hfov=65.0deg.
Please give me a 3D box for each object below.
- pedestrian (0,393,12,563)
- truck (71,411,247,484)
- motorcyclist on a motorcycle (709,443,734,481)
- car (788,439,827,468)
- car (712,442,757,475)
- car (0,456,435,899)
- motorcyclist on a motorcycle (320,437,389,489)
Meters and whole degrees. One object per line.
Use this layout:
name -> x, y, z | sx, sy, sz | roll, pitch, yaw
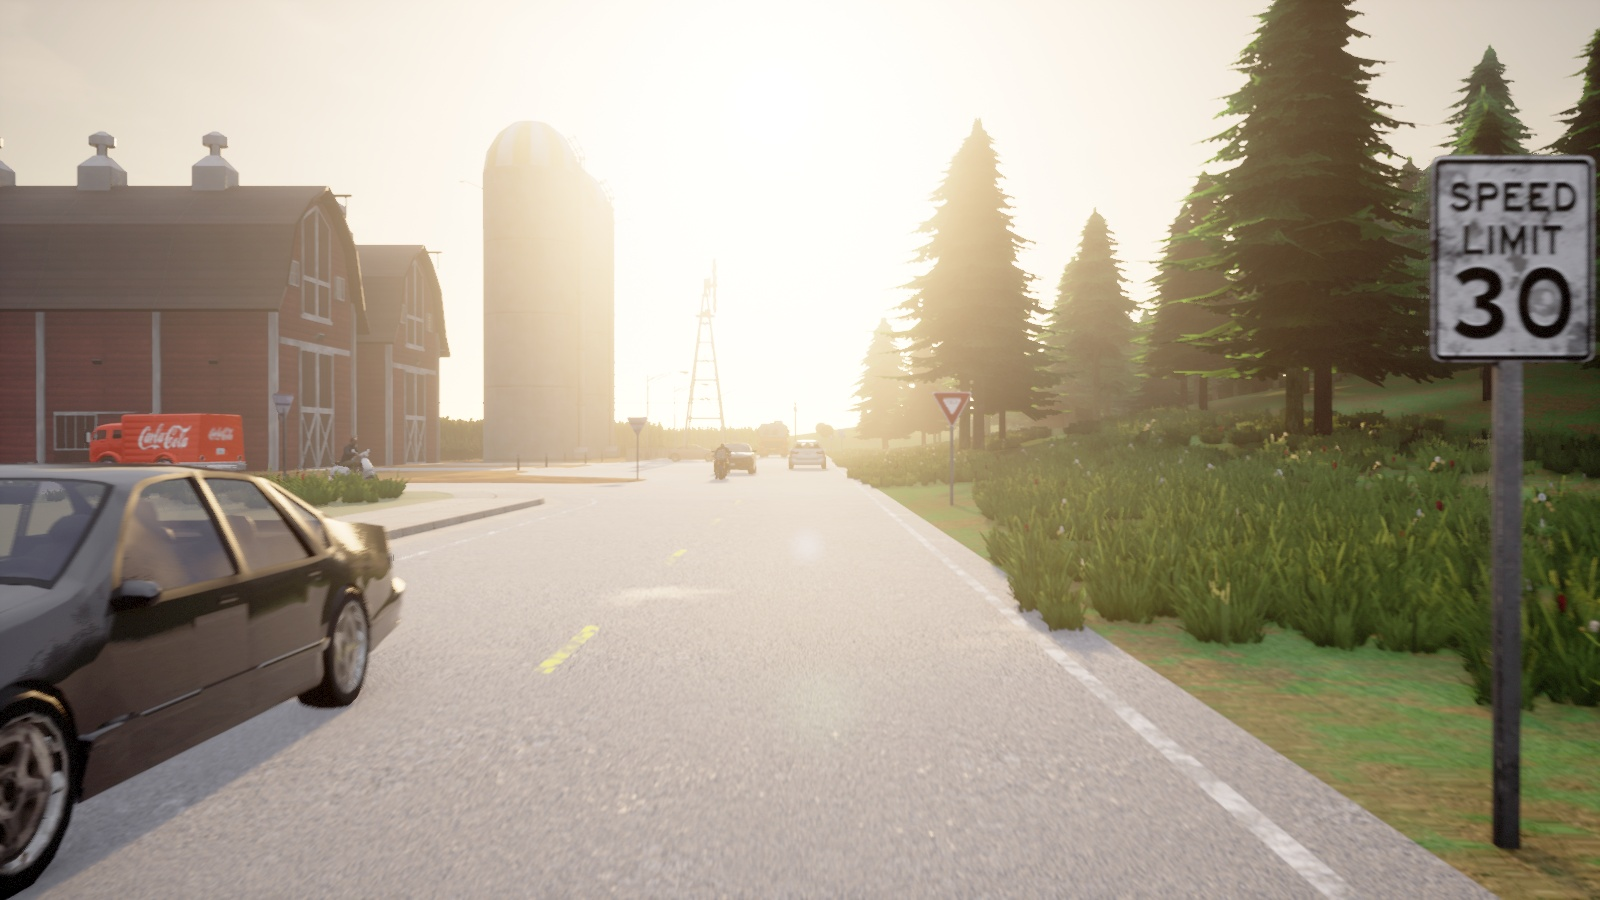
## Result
pedestrian -> -9.059, 0.306, 13.456 | 0.634, 1.844, 0.899 | 0, 0, 5
truck -> -22.894, -0.073, 44.925 | 5.204, 2.467, 2.627 | -1, 0, 16
motorcyclist on a motorcycle -> -3.194, 0.489, 51.473 | 0.866, 1.530, 2.191 | 0, 0, 0
car -> 0.435, 0.176, 73.686 | 2.242, 1.667, 4.611 | 0, 0, 0
car -> -3.139, 0.379, 60.726 | 1.882, 1.535, 5.008 | 0, 0, 0
car -> -3.452, 0.759, 5.645 | 2.033, 1.411, 5.357 | 0, 0, 0
motorcyclist on a motorcycle -> -13.669, 0.387, 38.559 | 1.817, 1.590, 0.866 | 0, 0, 17
